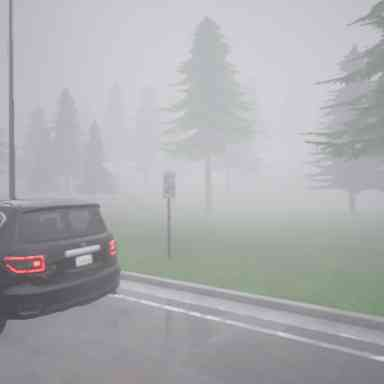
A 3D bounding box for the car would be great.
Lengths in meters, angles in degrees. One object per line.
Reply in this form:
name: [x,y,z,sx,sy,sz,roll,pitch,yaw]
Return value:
car: [-3.932,1.149,6.519,5.566,2.045,2.150,0,1,32]
